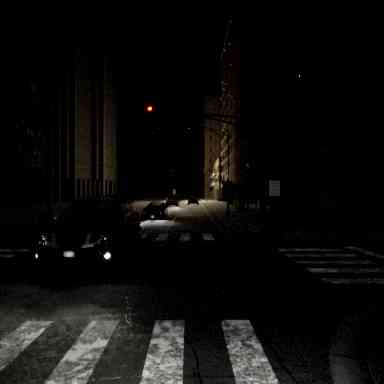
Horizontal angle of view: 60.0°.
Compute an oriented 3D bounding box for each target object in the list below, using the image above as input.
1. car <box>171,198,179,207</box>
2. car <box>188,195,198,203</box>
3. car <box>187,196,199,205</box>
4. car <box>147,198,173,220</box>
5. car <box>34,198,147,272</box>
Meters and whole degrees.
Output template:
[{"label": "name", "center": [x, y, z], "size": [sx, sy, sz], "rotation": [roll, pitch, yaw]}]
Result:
[{"label": "car", "center": [-2.990, 1.601, 50.557], "size": [1.895, 1.301, 4.718], "rotation": [0, 0, 0]}, {"label": "car", "center": [0.208, 1.476, 67.846], "size": [1.882, 1.535, 5.008], "rotation": [0, 0, 0]}, {"label": "car", "center": [0.196, 1.525, 57.937], "size": [1.812, 1.442, 4.674], "rotation": [0, 0, 0]}, {"label": "car", "center": [-3.054, 1.548, 28.530], "size": [2.033, 1.411, 5.357], "rotation": [0, 0, 0]}, {"label": "car", "center": [-3.084, 1.226, 11.120], "size": [2.150, 2.045, 5.566], "rotation": [0, 0, 0]}]
